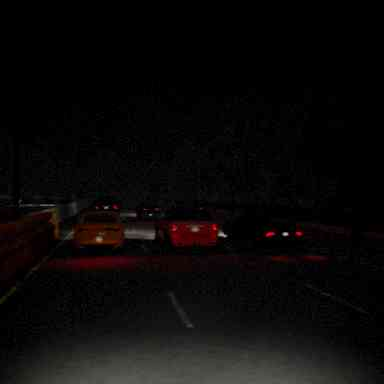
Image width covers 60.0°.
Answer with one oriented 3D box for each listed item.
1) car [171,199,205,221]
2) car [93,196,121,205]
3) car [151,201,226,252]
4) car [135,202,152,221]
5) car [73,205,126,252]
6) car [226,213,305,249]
[{"bbox_3d":[-0.458,1.564,30.058,2.097,1.767,4.553,1,-1,-13],"label":"car"},{"bbox_3d":[-7.250,1.331,28.367,2.150,2.045,5.566,1,0,-13],"label":"car"},{"bbox_3d":[-0.373,1.453,14.651,2.097,1.767,4.553,1,-1,-13],"label":"car"},{"bbox_3d":[-3.910,1.658,29.443,2.128,1.511,4.902,1,0,-13],"label":"car"},{"bbox_3d":[-3.867,1.533,14.218,1.882,1.535,5.008,1,0,-13],"label":"car"},{"bbox_3d":[3.048,1.699,15.374,2.033,1.411,5.357,1,0,-13],"label":"car"}]
